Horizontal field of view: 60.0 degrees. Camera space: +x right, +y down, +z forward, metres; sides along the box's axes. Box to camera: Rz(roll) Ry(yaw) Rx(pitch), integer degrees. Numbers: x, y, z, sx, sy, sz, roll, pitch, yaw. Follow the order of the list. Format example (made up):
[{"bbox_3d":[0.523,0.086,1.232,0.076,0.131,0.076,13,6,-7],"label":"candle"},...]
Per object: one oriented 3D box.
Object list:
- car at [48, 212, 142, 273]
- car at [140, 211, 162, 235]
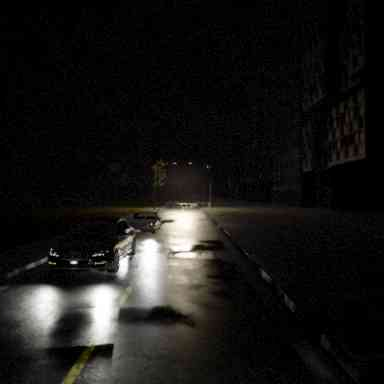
[{"bbox_3d":[-3.095,1.639,11.178,1.837,1.490,4.892,0,-1,0],"label":"car"},{"bbox_3d":[-3.009,1.916,20.957,1.895,1.301,4.718,0,-1,0],"label":"car"}]
